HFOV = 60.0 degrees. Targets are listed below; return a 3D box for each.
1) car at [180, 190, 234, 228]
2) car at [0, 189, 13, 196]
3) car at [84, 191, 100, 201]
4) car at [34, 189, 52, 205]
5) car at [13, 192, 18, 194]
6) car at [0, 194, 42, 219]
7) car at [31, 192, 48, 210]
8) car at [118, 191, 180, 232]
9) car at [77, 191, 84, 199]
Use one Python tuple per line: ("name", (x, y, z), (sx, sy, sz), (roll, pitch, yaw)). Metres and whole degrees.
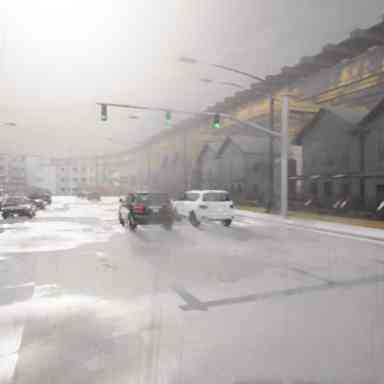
("car", (0.514, 0.910, 19.786), (2.150, 2.045, 5.566), (0, 1, -20))
("car", (-19.086, 0.745, 31.889), (2.150, 2.045, 5.566), (0, 1, -20))
("car", (-16.028, 0.682, 53.946), (1.837, 1.490, 4.892), (0, 1, -22))
("car", (-19.788, 0.560, 43.842), (2.150, 2.045, 5.566), (0, 1, -20))
("car", (-22.592, 0.733, 41.346), (2.097, 1.767, 4.553), (0, 1, -20))
("car", (-12.909, 1.168, 25.184), (2.033, 1.411, 5.357), (0, 1, -21))
("car", (-16.093, 1.015, 33.897), (1.812, 1.442, 4.674), (0, 1, -20))
("car", (-2.661, 0.938, 18.247), (2.150, 2.045, 5.566), (0, 1, -20))
("car", (-20.507, 0.531, 63.285), (2.128, 1.511, 4.902), (-1, 1, -34))
